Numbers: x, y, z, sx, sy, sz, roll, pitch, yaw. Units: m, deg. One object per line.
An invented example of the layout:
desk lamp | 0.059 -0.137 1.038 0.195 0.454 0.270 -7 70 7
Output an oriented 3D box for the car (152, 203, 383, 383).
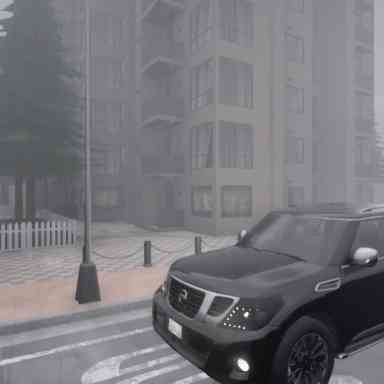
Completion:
car | 2.163 1.223 5.278 5.566 2.045 2.150 0 0 -31
